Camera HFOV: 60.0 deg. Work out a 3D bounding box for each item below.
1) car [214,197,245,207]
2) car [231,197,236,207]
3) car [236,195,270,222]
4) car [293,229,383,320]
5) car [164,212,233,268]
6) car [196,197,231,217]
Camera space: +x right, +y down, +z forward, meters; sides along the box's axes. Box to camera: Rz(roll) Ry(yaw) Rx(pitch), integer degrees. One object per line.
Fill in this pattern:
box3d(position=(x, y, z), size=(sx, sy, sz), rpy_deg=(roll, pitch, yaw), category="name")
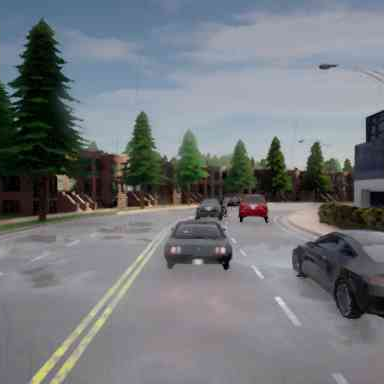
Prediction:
box3d(position=(5.719, 1.468, 50.398), size=(2.128, 1.511, 4.902), rpy_deg=(0, 0, 41), category="car")
box3d(position=(6.513, 1.585, 45.993), size=(1.895, 1.301, 4.718), rpy_deg=(0, 0, 38), category="car")
box3d(position=(5.047, 1.218, 26.785), size=(2.150, 2.045, 5.566), rpy_deg=(0, 0, 13), category="car")
box3d(position=(3.633, 1.537, 7.211), size=(1.812, 1.442, 4.674), rpy_deg=(0, 0, 1), category="car")
box3d(position=(0.203, 1.590, 11.172), size=(1.895, 1.301, 4.718), rpy_deg=(0, 0, 1), category="car")
box3d(position=(1.739, 1.331, 27.472), size=(2.097, 1.767, 4.553), rpy_deg=(0, 0, 13), category="car")
